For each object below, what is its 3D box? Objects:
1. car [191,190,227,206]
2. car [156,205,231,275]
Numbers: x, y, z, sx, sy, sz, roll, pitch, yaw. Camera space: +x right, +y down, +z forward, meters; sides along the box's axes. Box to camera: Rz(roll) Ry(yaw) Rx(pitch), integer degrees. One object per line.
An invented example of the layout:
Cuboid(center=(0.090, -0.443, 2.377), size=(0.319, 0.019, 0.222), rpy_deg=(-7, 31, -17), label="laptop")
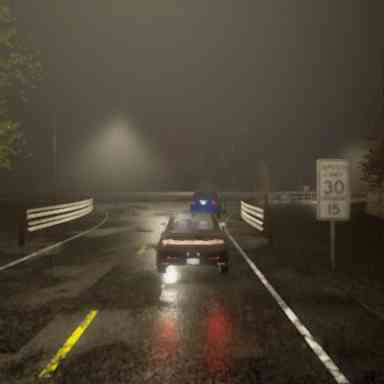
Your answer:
Cuboid(center=(1.401, 0.848, 25.982), size=(2.150, 2.045, 5.566), rpy_deg=(0, 1, 13), label="car")
Cuboid(center=(0.039, 1.345, 9.982), size=(2.128, 1.511, 4.902), rpy_deg=(0, 1, 0), label="car")
